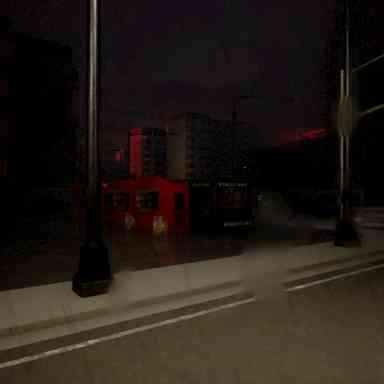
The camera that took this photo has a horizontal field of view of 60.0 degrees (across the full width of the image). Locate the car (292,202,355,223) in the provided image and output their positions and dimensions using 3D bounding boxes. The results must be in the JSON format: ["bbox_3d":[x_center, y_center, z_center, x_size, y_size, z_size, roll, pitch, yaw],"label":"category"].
[{"bbox_3d":[10.558,1.581,26.995,1.882,1.535,5.008,0,-1,-36],"label":"car"}]

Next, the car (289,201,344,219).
[{"bbox_3d":[11.676,1.662,31.428,1.812,1.442,4.674,0,0,-36],"label":"car"}]
